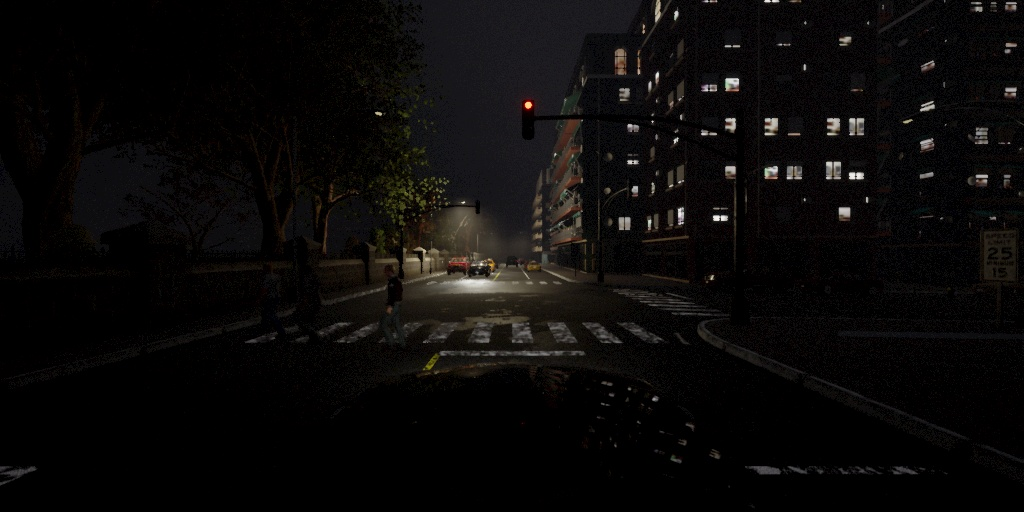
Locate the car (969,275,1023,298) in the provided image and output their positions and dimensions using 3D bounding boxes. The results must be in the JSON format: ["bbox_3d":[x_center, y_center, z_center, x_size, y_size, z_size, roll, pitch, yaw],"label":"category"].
[{"bbox_3d":[31.515,1.857,22.290,4.829,1.417,1.751,0,0,0],"label":"car"}]

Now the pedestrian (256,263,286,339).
[{"bbox_3d":[-5.774,1.044,8.640,0.375,1.860,0.375,0,0,0],"label":"pedestrian"}]

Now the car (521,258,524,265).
[{"bbox_3d":[2.689,1.306,49.891,1.888,1.381,4.507,0,0,0],"label":"car"}]

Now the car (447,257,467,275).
[{"bbox_3d":[-5.691,1.069,38.820,2.192,1.841,5.009,0,0,0],"label":"car"}]

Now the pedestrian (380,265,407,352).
[{"bbox_3d":[-2.469,1.043,7.392,0.375,1.860,0.375,0,0,0],"label":"pedestrian"}]

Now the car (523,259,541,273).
[{"bbox_3d":[2.689,1.283,44.526,1.751,1.417,4.829,0,0,0],"label":"car"}]

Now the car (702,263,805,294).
[{"bbox_3d":[14.598,1.338,22.236,5.009,1.841,2.192,0,0,0],"label":"car"}]

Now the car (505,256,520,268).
[{"bbox_3d":[-0.001,0.993,63.751,2.150,2.045,5.566,0,0,0],"label":"car"}]

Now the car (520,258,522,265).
[{"bbox_3d":[2.689,1.315,55.427,2.007,1.370,4.403,0,0,0],"label":"car"}]

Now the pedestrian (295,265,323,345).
[{"bbox_3d":[-4.501,1.043,8.040,0.375,1.860,0.375,0,0,0],"label":"pedestrian"}]

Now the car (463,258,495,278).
[{"bbox_3d":[-3.088,1.245,34.761,2.128,1.511,4.902,0,0,0],"label":"car"}]

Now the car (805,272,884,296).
[{"bbox_3d":[20.293,1.671,22.255,4.507,1.381,1.888,0,0,0],"label":"car"}]

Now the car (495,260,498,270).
[{"bbox_3d":[-3.092,1.236,45.176,1.882,1.535,5.008,0,0,0],"label":"car"}]
